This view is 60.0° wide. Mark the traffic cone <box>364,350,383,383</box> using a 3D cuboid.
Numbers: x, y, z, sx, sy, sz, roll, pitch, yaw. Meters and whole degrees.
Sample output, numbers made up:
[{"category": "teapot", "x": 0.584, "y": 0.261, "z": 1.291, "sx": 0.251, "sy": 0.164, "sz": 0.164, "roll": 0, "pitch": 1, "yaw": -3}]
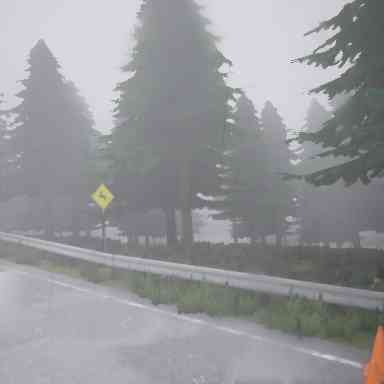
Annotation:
[{"category": "traffic cone", "x": 1.786, "y": 1.956, "z": 3.269, "sx": 0.340, "sy": 0.580, "sz": 0.340, "roll": 0, "pitch": 0, "yaw": 33}]

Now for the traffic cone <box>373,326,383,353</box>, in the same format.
[{"category": "traffic cone", "x": 2.330, "y": 1.956, "z": 4.106, "sx": 0.340, "sy": 0.580, "sz": 0.340, "roll": 0, "pitch": 0, "yaw": 34}]
